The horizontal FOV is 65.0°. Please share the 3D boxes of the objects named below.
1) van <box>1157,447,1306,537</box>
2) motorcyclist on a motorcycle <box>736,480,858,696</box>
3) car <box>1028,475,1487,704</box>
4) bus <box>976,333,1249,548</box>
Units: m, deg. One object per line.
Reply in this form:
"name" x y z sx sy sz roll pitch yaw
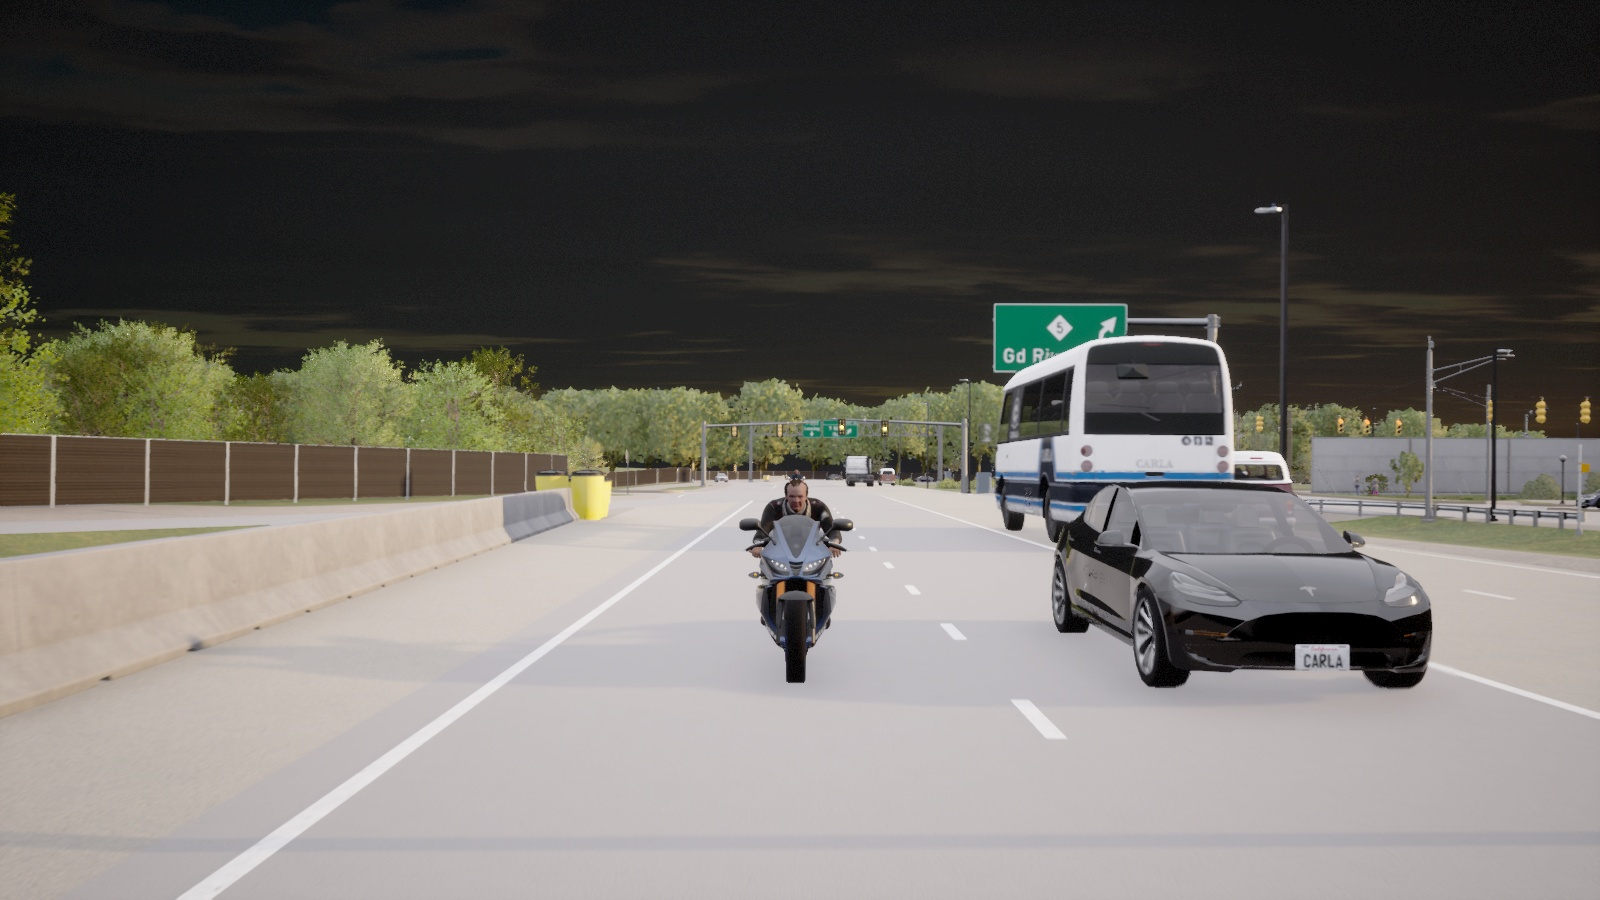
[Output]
"van" 10.427 0.987 30.743 2.069 2.038 4.480 0 -1 0
"motorcyclist on a motorcycle" -0.023 1.014 10.098 0.866 1.530 2.191 0 -1 0
"car" 3.475 0.976 10.747 2.163 1.488 4.792 0 -1 0
"bus" 6.924 -0.108 30.080 3.944 4.253 10.273 0 -1 0
